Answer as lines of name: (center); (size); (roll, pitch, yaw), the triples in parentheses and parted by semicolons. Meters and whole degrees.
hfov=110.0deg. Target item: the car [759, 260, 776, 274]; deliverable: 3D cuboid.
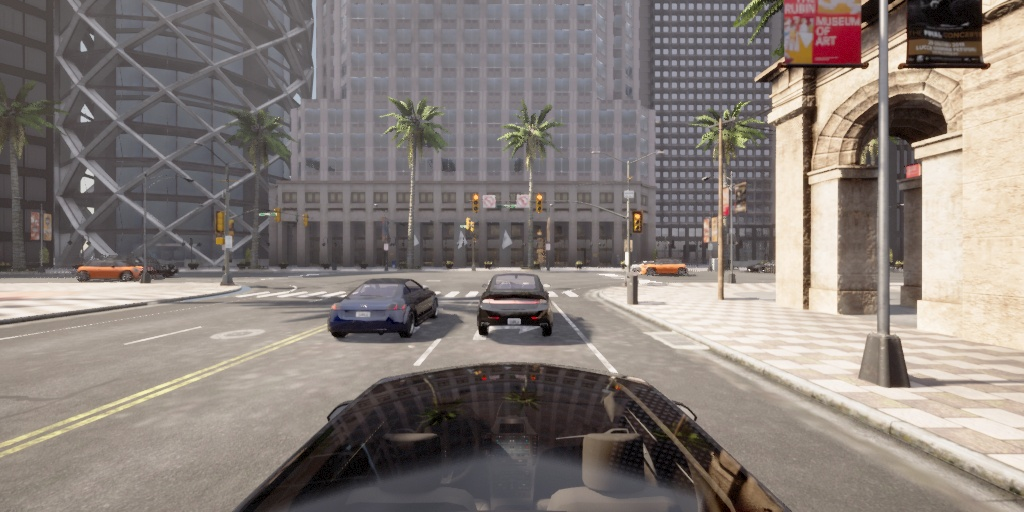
car: (30.424, 1.254, 39.299); (4.892, 1.490, 1.837); (0, 0, 0)

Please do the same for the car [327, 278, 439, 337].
car: (-3.419, 1.314, 10.261); (1.994, 1.385, 4.181); (0, 0, 0)

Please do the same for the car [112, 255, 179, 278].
car: (-33.124, 0.970, 31.767); (5.566, 2.045, 2.150); (0, 0, -7)

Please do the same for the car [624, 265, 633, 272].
car: (14.699, 1.275, 39.350); (4.674, 1.442, 1.812); (0, 0, 0)

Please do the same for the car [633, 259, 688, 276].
car: (14.942, 1.101, 35.850); (4.553, 1.767, 2.097); (0, 0, 0)

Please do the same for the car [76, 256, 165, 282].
car: (-31.093, 1.101, 28.368); (4.553, 1.767, 2.097); (0, 0, -6)

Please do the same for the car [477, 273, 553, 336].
car: (0.118, 1.241, 10.392); (2.128, 1.511, 4.902); (0, 0, 2)
